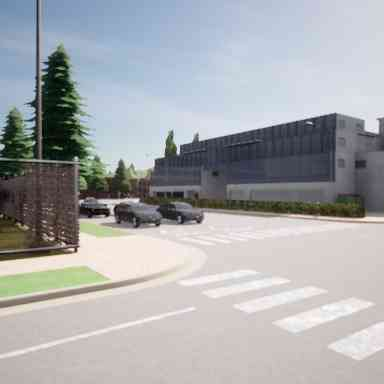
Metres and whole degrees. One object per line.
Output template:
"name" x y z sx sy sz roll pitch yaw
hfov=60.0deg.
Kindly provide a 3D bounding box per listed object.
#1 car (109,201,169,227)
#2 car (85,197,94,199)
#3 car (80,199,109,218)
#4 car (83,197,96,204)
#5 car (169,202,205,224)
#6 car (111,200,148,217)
"car" -3.781 1.520 22.953 1.837 1.490 4.892 0 0 -35
"car" -11.846 1.615 40.603 1.895 1.301 4.718 0 0 -34
"car" -9.100 1.616 30.534 1.895 1.301 4.718 0 0 -35
"car" -19.789 1.614 64.534 1.895 1.301 4.718 0 0 -12
"car" -0.992 1.519 25.066 1.837 1.490 4.892 0 0 -35
"car" -6.103 1.578 32.367 1.994 1.385 4.181 0 0 -35
